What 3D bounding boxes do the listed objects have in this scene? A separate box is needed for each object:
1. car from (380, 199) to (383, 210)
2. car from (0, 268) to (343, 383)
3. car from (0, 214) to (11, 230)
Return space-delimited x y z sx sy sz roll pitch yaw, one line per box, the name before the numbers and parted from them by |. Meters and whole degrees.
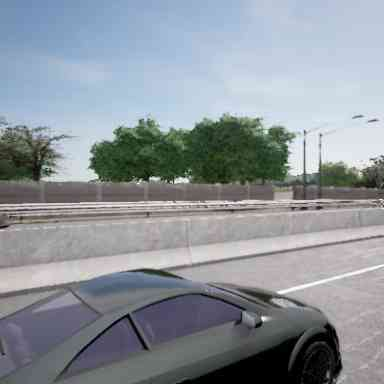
car | 27.998 1.682 45.413 4.902 1.511 2.128 1 0 -35
car | -0.277 1.563 3.549 4.181 1.385 1.994 0 0 -35
car | -12.222 1.547 16.770 5.357 1.411 2.033 0 0 -35
